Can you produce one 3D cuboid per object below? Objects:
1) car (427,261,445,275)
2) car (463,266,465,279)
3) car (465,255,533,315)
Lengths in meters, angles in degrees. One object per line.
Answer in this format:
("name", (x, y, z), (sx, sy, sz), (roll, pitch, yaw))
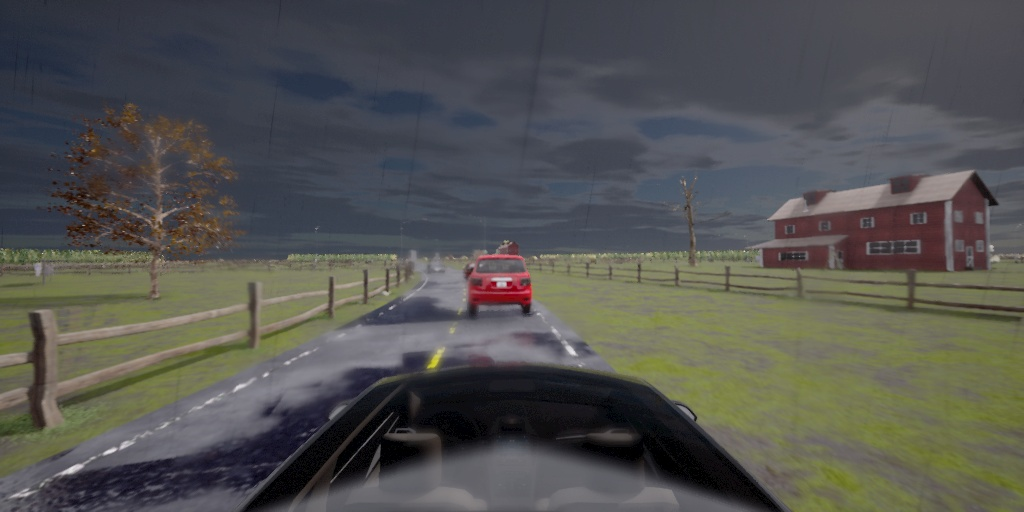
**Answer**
("car", (-8.916, 1.343, 42.033), (2.128, 1.511, 4.902), (0, 0, -16))
("car", (-3.251, 1.303, 31.591), (1.882, 1.535, 5.008), (0, 0, -12))
("car", (-0.549, 0.996, 13.903), (2.150, 2.045, 5.566), (0, 0, -5))
